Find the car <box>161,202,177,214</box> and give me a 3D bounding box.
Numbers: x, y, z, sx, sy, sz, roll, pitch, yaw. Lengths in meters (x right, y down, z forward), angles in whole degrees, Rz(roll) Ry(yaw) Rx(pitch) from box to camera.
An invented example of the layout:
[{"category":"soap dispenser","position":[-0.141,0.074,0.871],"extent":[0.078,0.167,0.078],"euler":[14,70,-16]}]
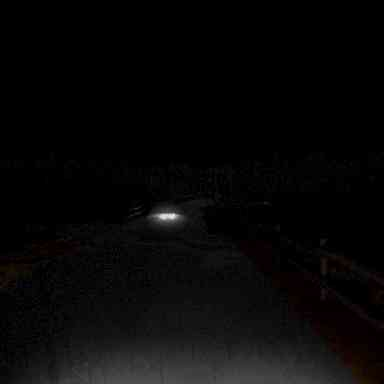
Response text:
[{"category":"car","position":[-3.110,2.109,44.964],"extent":[2.128,1.511,4.902],"euler":[0,-1,0]}]
